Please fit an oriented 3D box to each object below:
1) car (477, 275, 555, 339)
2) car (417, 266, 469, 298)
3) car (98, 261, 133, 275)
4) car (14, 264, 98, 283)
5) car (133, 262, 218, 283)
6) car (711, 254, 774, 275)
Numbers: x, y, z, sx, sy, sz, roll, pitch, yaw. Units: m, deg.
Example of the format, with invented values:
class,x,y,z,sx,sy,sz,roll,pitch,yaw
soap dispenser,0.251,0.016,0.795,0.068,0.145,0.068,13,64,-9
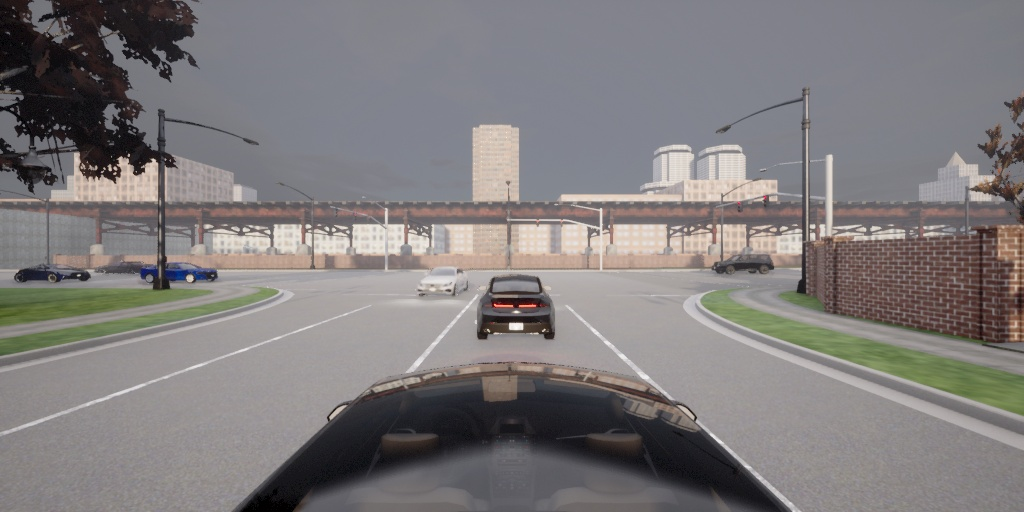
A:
class,x,y,z,sx,sy,sz,roll,pitch,yaw
car,0.094,1.255,10.049,1.837,1.490,4.892,0,0,0
car,-3.490,1.272,18.856,1.812,1.442,4.674,0,0,5
car,-41.274,1.293,38.407,5.357,1.411,2.033,0,0,2
car,-35.252,1.311,27.592,4.181,1.385,1.994,0,0,2
car,-25.223,1.225,27.283,5.008,1.535,1.882,0,0,2
car,23.557,0.831,36.650,5.566,2.045,2.150,-1,0,3
